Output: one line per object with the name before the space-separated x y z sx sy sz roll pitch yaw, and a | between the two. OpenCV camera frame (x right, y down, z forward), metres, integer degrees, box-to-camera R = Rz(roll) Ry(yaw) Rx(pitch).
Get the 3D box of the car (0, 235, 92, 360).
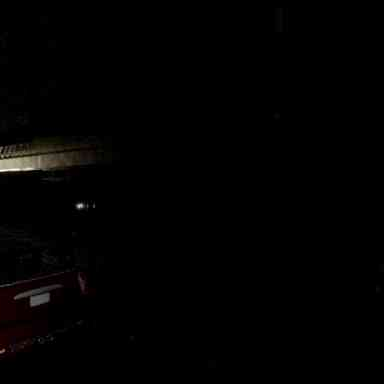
car | -3.579 1.440 5.514 4.097 1.590 1.967 0 0 36
